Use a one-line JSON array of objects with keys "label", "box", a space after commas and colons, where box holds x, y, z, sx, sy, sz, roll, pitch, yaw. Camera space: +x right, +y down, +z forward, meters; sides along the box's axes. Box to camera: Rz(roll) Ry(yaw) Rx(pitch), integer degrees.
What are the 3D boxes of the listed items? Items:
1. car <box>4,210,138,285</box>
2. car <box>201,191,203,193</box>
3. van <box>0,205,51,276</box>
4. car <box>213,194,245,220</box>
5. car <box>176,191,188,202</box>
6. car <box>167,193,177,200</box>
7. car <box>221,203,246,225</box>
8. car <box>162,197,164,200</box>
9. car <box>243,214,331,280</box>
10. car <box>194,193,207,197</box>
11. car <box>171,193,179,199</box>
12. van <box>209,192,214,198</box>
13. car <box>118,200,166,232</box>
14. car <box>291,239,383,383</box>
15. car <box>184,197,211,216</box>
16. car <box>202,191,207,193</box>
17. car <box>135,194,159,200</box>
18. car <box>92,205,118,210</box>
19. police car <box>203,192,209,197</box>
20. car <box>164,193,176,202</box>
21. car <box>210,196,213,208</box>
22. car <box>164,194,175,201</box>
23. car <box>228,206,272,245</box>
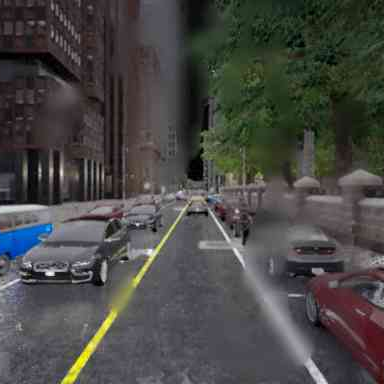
[{"label": "car", "box": [-2.979, 1.488, 9.508, 1.837, 1.490, 4.892, 0, 0, 1]}, {"label": "car", "box": [3.886, 0.961, 76.039, 2.192, 1.841, 5.009, 0, 0, 1]}, {"label": "van", "box": [-5.642, 1.313, 9.869, 1.690, 1.788, 3.998, 0, 0, 1]}, {"label": "car", "box": [3.134, 1.279, 26.325, 2.192, 1.841, 5.009, 0, 0, 1]}, {"label": "car", "box": [-2.020, 1.174, 67.041, 1.882, 1.535, 5.008, 0, 1, 1]}, {"label": "car", "box": [-4.640, 1.051, 76.158, 1.967, 1.590, 4.097, 0, 0, 1]}, {"label": "car", "box": [3.050, 1.565, 20.802, 1.802, 1.307, 4.206, 0, 0, 1]}, {"label": "car", "box": [-5.140, 1.283, 43.016, 1.967, 1.590, 4.097, 0, 0, 1]}, {"label": "car", "box": [2.884, 1.557, 9.752, 2.008, 1.369, 4.403, 0, 0, 1]}, {"label": "car", "box": [0.732, 1.324, 46.068, 1.882, 1.535, 5.008, 0, 1, 1]}, {"label": "car", "box": [-4.474, 1.088, 87.204, 1.947, 1.339, 4.313, 0, 0, 1]}, {"label": "van", "box": [3.386, 1.219, 42.897, 1.690, 1.788, 3.998, 0, 0, 1]}, {"label": "car", "box": [-2.813, 1.467, 19.898, 1.837, 1.490, 4.892, 0, 0, 1]}, {"label": "car", "box": [2.800, 1.593, 4.227, 1.802, 1.307, 4.206, 0, 0, 1]}, {"label": "car", "box": [0.523, 1.495, 31.470, 1.994, 1.385, 4.181, 0, 0, 1]}, {"label": "car", "box": [3.802, 1.004, 70.516, 2.192, 1.841, 5.009, 0, 0, 1]}, {"label": "car", "box": [-5.223, 1.192, 37.493, 2.192, 1.841, 5.009, 0, 0, 1]}, {"label": "car", "box": [-5.475, 1.493, 20.920, 1.887, 1.381, 4.507, 0, 0, 1]}, {"label": "police car", "box": [3.175, 1.219, 55.333, 1.930, 1.638, 5.238, 0, 0, 1]}, {"label": "car", "box": [-4.808, 1.245, 65.111, 2.008, 1.369, 4.403, 0, 0, 1]}, {"label": "car", "box": [3.301, 1.457, 37.376, 1.887, 1.381, 4.507, 0, 0, 1]}, {"label": "car", "box": [-4.726, 1.181, 70.464, 1.752, 1.417, 4.829, 0, 0, 1]}, {"label": "car", "box": [2.965, 1.563, 15.277, 1.947, 1.339, 4.313, 0, 0, 1]}]
